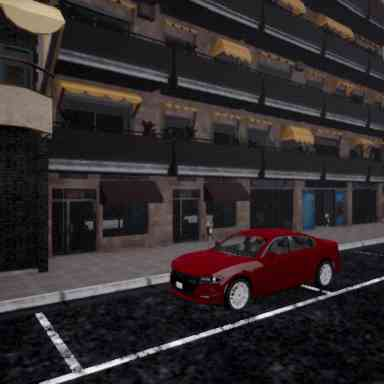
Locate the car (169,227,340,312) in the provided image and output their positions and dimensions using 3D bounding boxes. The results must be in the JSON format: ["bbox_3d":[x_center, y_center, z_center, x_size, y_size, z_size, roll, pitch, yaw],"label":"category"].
[{"bbox_3d":[1.584,1.542,7.690,4.507,1.381,1.887,0,0,-36],"label":"car"}]
